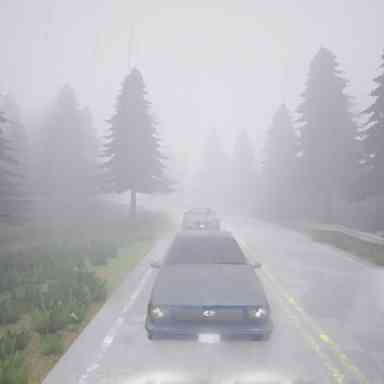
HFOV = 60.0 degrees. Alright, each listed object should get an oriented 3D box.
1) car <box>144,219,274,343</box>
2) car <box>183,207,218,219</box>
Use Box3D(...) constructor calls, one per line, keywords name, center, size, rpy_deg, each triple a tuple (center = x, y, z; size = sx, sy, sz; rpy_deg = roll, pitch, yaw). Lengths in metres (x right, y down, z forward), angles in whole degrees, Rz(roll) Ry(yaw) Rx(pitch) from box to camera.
Box3D(name="car", center=(0.278, 1.557, 7.080), size=(2.033, 1.411, 5.357), rpy_deg=(0, 0, 1))
Box3D(name="car", center=(0.464, 1.582, 19.165), size=(1.994, 1.385, 4.181), rpy_deg=(0, 0, -2))
